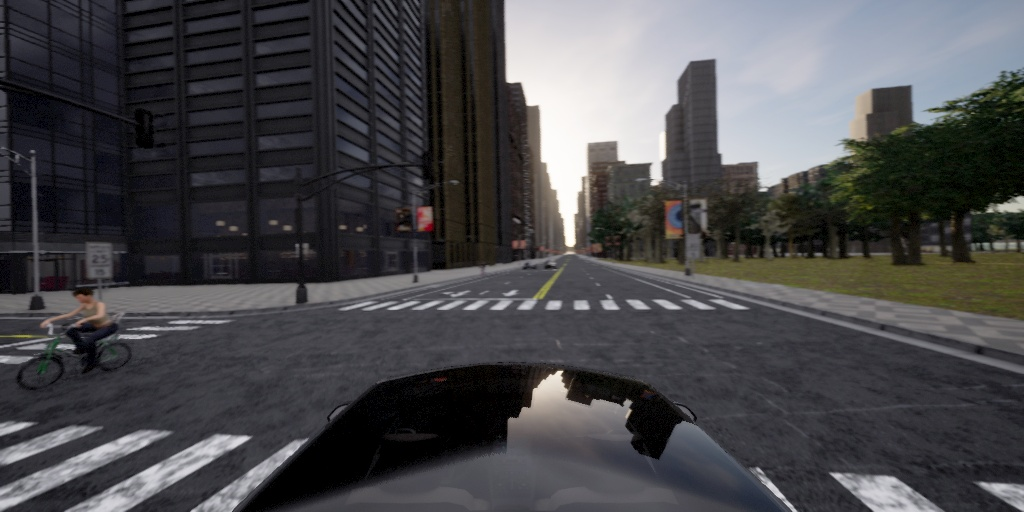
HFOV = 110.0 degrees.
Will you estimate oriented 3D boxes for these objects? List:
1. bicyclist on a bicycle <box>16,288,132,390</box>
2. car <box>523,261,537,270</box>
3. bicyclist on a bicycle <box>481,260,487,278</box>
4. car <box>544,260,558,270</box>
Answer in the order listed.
[{"bbox_3d":[-7.715,1.383,6.397,0.866,1.612,1.509,-2,0,10],"label":"bicyclist on a bicycle"},{"bbox_3d":[2.894,1.498,56.840,1.994,1.385,4.181,-2,0,9],"label":"car"},{"bbox_3d":[-2.881,1.296,35.748,0.659,1.776,1.843,-2,-1,9],"label":"bicyclist on a bicycle"},{"bbox_3d":[6.098,1.353,56.310,1.837,1.490,4.892,-2,0,9],"label":"car"}]
